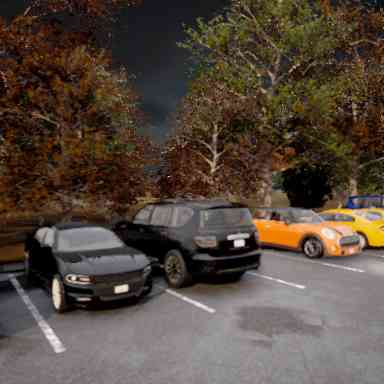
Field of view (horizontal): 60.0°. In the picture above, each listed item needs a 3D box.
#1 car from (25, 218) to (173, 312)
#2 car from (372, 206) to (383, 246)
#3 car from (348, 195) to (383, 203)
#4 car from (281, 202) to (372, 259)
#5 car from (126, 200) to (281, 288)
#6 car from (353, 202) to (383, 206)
[{"bbox_3d":[-2.735,1.498,8.113,2.097,1.535,5.008,0,0,-35],"label":"car"},{"bbox_3d":[6.359,1.502,14.576,2.097,1.535,5.008,0,0,-35],"label":"car"},{"bbox_3d":[11.008,1.218,17.859,2.435,2.045,5.566,0,0,-35],"label":"car"},{"bbox_3d":[4.068,1.388,12.990,2.185,1.767,4.553,0,0,-35],"label":"car"},{"bbox_3d":[-0.476,1.260,9.750,2.435,2.045,5.566,0,0,-35],"label":"car"},{"bbox_3d":[8.617,1.483,16.418,1.946,1.575,5.366,0,0,-35],"label":"car"}]
